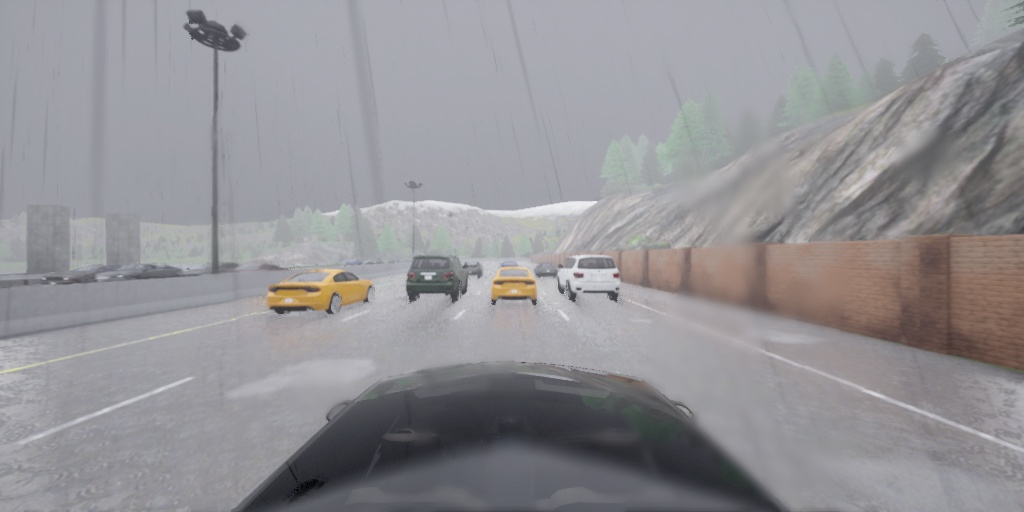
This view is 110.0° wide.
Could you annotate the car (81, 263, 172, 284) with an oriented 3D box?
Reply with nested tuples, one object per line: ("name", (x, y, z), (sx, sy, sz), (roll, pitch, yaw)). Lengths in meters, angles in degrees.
("car", (-24.726, 1.243, 23.990), (2.128, 1.511, 4.902), (0, 0, -1))

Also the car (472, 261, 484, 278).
("car", (-3.751, 1.250, 33.986), (2.128, 1.511, 4.902), (0, 0, -1))

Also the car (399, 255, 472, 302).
("car", (-3.433, 0.975, 17.279), (2.150, 2.045, 5.566), (0, 0, -1))

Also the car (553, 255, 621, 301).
("car", (3.564, 0.977, 17.519), (2.150, 2.045, 5.566), (0, 0, -1))

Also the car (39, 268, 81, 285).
("car", (-28.239, 1.298, 24.645), (2.033, 1.411, 5.357), (0, 0, -1))

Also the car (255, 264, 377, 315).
("car", (-6.910, 1.229, 13.566), (1.882, 1.535, 5.008), (0, 0, 0))

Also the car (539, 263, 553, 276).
("car", (3.233, 1.324, 34.710), (1.994, 1.385, 4.181), (0, 0, -1))

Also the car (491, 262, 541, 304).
("car", (0.072, 1.232, 16.439), (1.882, 1.535, 5.008), (0, 0, 0))

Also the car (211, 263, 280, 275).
("car", (-17.744, 1.230, 24.922), (1.882, 1.535, 5.008), (0, 0, -1))

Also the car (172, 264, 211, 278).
("car", (-21.266, 1.259, 25.957), (1.837, 1.490, 4.892), (0, 0, -1))
